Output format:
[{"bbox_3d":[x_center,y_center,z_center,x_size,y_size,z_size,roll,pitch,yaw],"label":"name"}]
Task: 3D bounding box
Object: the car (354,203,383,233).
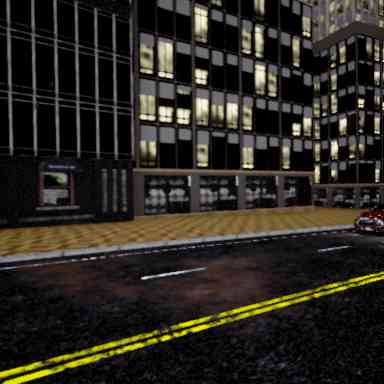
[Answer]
[{"bbox_3d":[11.123,1.345,18.442,4.553,1.767,2.097,0,0,-30],"label":"car"}]
